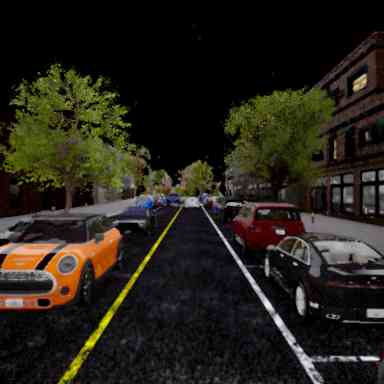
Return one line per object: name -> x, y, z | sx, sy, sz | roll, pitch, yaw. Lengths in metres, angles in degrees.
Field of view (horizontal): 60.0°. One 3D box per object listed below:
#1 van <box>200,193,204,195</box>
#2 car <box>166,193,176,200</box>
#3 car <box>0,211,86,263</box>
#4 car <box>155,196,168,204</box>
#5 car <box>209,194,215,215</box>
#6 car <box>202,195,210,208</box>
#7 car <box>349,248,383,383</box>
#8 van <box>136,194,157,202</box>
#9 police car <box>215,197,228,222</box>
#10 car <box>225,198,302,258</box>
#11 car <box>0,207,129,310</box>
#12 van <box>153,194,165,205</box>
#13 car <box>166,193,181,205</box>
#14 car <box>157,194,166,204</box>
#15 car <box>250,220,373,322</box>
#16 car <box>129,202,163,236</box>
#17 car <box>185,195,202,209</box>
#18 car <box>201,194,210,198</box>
van -> 2.732, 1.232, 62.496 | 1.690, 1.788, 3.998 | 1, 0, 0
car -> -5.633, 1.138, 90.202 | 2.192, 1.841, 5.009 | 1, 0, 0
car -> -5.677, 1.545, 12.599 | 1.947, 1.339, 4.313 | 1, 0, 0
car -> -5.651, 1.439, 62.487 | 2.008, 1.369, 4.403 | 1, 0, 0
car -> 3.127, 1.301, 32.517 | 2.097, 1.767, 4.553 | 0, 0, 0
car -> 2.720, 1.505, 45.866 | 1.802, 1.307, 4.206 | 1, 0, 0
car -> 2.699, 1.439, 1.520 | 1.967, 1.590, 4.097 | 1, 0, 0
van -> -5.660, 1.272, 40.314 | 1.690, 1.788, 3.998 | 1, 0, 0
police car -> 3.145, 1.385, 25.656 | 1.930, 1.638, 5.238 | 0, 0, 0
car -> 2.707, 1.297, 12.607 | 2.192, 1.841, 5.009 | 1, 0, 0
car -> -3.090, 1.339, 8.046 | 2.097, 1.767, 4.553 | 0, 0, 0
van -> -5.651, 1.240, 56.943 | 1.690, 1.788, 3.998 | 1, 0, 0
car -> -3.020, 1.121, 55.642 | 2.150, 2.045, 5.566 | 0, 0, 1
car -> -5.655, 1.350, 51.401 | 1.967, 1.590, 4.097 | 1, 0, 0
car -> 2.701, 1.541, 7.064 | 2.008, 1.369, 4.403 | 1, 0, 0
car -> -3.054, 1.517, 18.656 | 2.033, 1.411, 5.357 | 0, 0, 0
car -> 0.032, 1.466, 43.435 | 1.812, 1.442, 4.674 | 0, 0, 0
car -> 2.724, 1.438, 51.579 | 1.752, 1.417, 4.829 | 1, 0, 0
